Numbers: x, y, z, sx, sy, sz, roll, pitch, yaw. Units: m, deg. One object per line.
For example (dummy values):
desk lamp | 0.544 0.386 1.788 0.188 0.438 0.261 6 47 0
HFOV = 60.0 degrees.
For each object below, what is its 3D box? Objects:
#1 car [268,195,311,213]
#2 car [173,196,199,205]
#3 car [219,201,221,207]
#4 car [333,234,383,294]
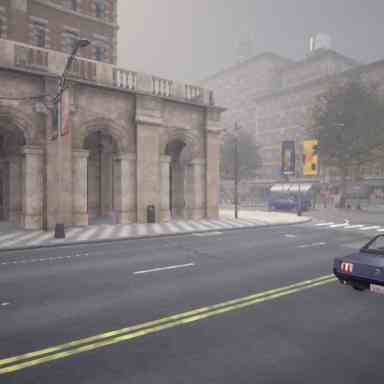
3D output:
car | 11.025 1.477 38.065 1.882 1.535 5.008 0 0 -36
car | -1.106 1.547 60.845 2.033 1.411 5.357 0 0 -36
car | 2.369 1.490 50.021 2.128 1.511 4.902 0 0 -36
car | 5.426 1.601 7.762 4.718 1.301 1.895 0 0 -36
